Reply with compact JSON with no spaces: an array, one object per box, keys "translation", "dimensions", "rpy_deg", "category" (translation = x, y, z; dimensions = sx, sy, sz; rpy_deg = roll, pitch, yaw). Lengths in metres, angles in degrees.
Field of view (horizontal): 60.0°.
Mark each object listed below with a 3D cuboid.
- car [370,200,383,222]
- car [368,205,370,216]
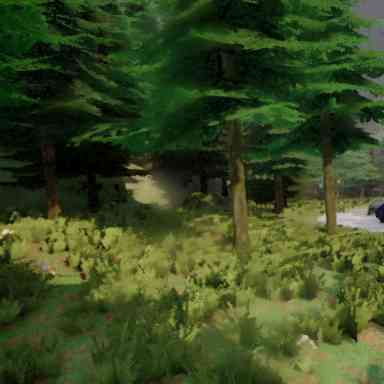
[{"translation":[16.236,1.348,25.483],"dimensions":[2.150,2.045,5.566],"rpy_deg":[-4,-2,6],"category":"car"},{"translation":[21.347,1.667,37.291],"dimensions":[2.097,1.767,4.553],"rpy_deg":[-2,-1,42],"category":"car"}]
